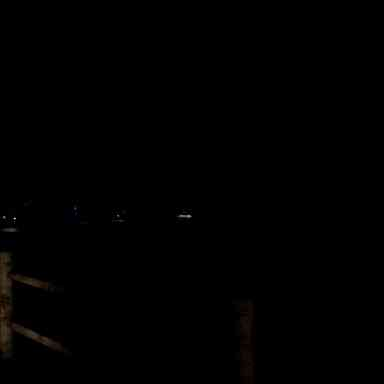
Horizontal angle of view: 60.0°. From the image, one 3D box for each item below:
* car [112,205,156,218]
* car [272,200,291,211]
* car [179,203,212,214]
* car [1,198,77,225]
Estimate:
[{"bbox_3d":[-5.906,2.055,34.287,1.895,1.301,4.718,-1,-1,36],"label":"car"},{"bbox_3d":[15.982,2.339,59.204,2.097,1.767,4.553,-1,-1,38],"label":"car"},{"bbox_3d":[0.572,2.186,43.114,2.033,1.411,5.357,-1,-1,37],"label":"car"},{"bbox_3d":[-11.831,1.507,26.195,2.150,2.045,5.566,-1,-1,36],"label":"car"}]
